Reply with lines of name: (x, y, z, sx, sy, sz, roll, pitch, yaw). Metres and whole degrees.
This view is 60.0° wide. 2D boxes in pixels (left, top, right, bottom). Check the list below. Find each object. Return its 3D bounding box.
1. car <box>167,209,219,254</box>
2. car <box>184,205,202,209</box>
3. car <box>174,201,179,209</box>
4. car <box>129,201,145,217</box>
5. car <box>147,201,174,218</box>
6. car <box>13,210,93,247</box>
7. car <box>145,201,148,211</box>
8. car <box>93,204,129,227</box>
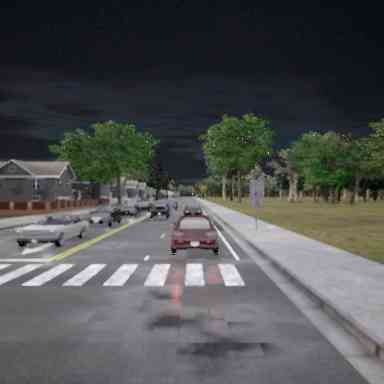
car: (0.104, 1.679, 14.032, 1.812, 1.442, 4.674, 0, -1, 0)
car: (0.104, 1.969, 34.764, 1.895, 1.301, 4.718, 0, -1, 0)
car: (-3.187, 2.114, 53.894, 2.033, 1.411, 5.357, 0, -1, 0)
car: (-6.570, 1.937, 35.287, 1.994, 1.385, 4.181, 0, -1, 0)
car: (-3.146, 1.870, 34.496, 1.837, 1.490, 4.892, 0, -1, 0)
car: (-6.597, 1.776, 16.129, 1.895, 1.301, 4.718, 0, -1, 0)
car: (-6.520, 1.956, 45.450, 1.882, 1.535, 5.008, 0, -1, 0)
car: (-6.590, 1.762, 25.404, 2.128, 1.511, 4.902, 0, -1, 0)
